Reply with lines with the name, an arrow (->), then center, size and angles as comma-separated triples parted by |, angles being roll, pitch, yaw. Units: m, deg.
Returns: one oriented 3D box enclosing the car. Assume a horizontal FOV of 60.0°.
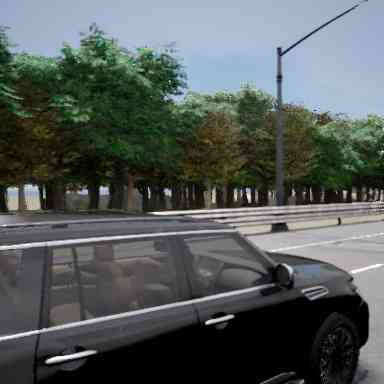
car -> -0.469, 1.215, 3.408 | 5.566, 2.045, 2.150 | 0, 0, -35
